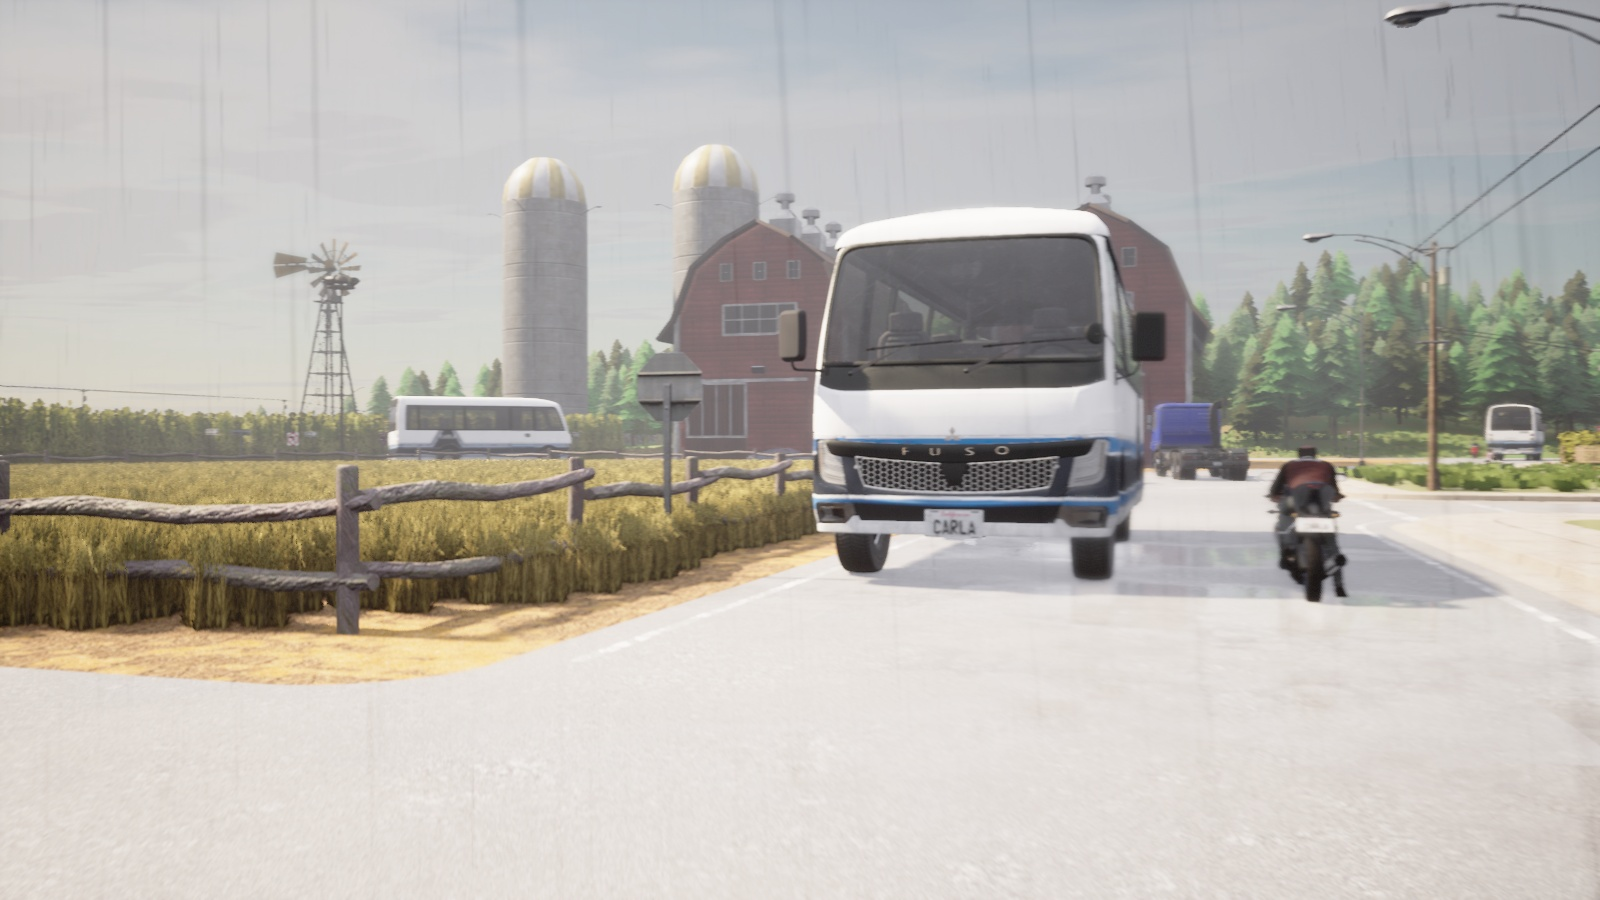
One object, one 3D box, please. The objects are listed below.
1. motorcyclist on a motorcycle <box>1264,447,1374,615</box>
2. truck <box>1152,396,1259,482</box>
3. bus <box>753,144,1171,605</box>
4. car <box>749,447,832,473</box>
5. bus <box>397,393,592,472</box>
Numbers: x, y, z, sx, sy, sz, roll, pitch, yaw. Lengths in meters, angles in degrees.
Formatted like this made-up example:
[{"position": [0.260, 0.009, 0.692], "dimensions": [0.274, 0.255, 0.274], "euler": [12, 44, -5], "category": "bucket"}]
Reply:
[{"position": [5.174, 0.733, 12.636], "dimensions": [0.866, 1.530, 2.191], "euler": [0, 0, 18], "category": "motorcyclist on a motorcycle"}, {"position": [17.526, -0.449, 54.804], "dimensions": [2.891, 3.462, 7.936], "euler": [0, 0, 6], "category": "truck"}, {"position": [2.921, -0.696, 17.085], "dimensions": [3.944, 4.253, 10.273], "euler": [0, 0, 17], "category": "bus"}, {"position": [-0.511, 0.537, 69.093], "dimensions": [4.181, 1.385, 1.994], "euler": [0, 0, 14], "category": "car"}, {"position": [-17.580, -0.920, 72.423], "dimensions": [10.273, 4.253, 3.944], "euler": [0, -2, -26], "category": "bus"}]
